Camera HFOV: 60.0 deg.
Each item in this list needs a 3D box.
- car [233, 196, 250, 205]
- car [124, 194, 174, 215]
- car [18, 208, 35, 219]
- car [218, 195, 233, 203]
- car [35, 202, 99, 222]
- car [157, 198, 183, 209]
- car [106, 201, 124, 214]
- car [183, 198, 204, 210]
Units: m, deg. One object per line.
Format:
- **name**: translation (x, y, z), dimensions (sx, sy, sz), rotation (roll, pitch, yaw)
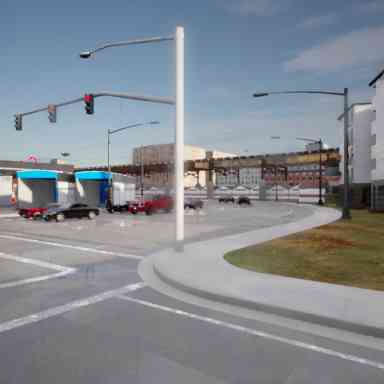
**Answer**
- **car**: translation (8.959, 1.506, 58.693), dimensions (1.837, 1.490, 4.892), rotation (0, -1, -2)
- **car**: translation (-4.103, 1.224, 34.404), dimensions (2.150, 2.045, 5.566), rotation (0, 0, 30)
- **car**: translation (-12.269, 1.604, 28.650), dimensions (1.895, 1.301, 4.718), rotation (0, 0, 37)
- **car**: translation (7.107, 1.360, 69.266), dimensions (2.097, 1.767, 4.553), rotation (0, 0, -18)
- **car**: translation (-9.566, 1.528, 26.467), dimensions (1.812, 1.442, 4.674), rotation (0, 0, 36)
- **car**: translation (-2.926, 1.550, 46.015), dimensions (2.033, 1.411, 5.357), rotation (0, 0, 15)
- **car**: translation (-7.083, 1.604, 36.208), dimensions (1.895, 1.301, 4.718), rotation (0, 0, 30)
- **car**: translation (0.149, 1.550, 44.087), dimensions (2.033, 1.411, 5.357), rotation (0, 0, 16)
